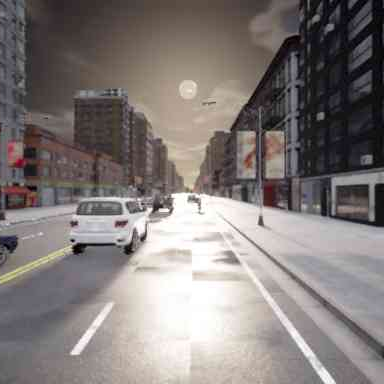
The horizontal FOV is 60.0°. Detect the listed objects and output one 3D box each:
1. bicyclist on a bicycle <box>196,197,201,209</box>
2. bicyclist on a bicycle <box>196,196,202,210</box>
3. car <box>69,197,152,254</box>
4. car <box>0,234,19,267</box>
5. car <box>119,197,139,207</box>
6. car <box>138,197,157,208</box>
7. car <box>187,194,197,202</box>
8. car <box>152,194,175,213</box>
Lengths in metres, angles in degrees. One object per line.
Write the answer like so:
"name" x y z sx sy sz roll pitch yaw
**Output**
"bicyclist on a bicycle" 0.886 1.441 45.930 0.582 1.620 1.656 0 0 0
"bicyclist on a bicycle" 0.883 1.427 37.303 0.866 1.612 1.509 0 0 0
"car" -3.153 1.218 13.611 2.150 2.045 5.566 0 0 0
"car" -6.600 1.599 8.678 1.895 1.301 4.718 0 0 0
"car" -9.797 1.533 52.087 2.033 1.411 5.357 0 0 1
"car" -6.570 1.478 49.913 2.128 1.511 4.902 0 0 0
"car" -0.014 1.319 74.847 2.097 1.767 4.553 0 0 0
"car" -3.156 1.212 37.556 2.150 2.045 5.566 0 0 0
